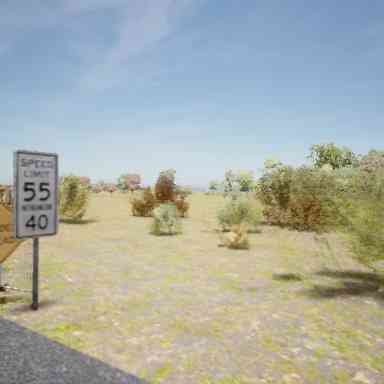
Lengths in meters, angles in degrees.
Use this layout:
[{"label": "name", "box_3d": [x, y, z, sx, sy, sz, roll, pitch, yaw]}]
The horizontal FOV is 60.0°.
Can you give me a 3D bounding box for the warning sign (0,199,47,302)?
[{"label": "warning sign", "box_3d": [-3.818, 1.097, 6.626, 1.060, 1.860, 1.300, 1, 0, 35]}]
